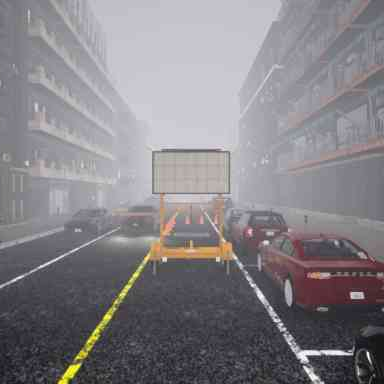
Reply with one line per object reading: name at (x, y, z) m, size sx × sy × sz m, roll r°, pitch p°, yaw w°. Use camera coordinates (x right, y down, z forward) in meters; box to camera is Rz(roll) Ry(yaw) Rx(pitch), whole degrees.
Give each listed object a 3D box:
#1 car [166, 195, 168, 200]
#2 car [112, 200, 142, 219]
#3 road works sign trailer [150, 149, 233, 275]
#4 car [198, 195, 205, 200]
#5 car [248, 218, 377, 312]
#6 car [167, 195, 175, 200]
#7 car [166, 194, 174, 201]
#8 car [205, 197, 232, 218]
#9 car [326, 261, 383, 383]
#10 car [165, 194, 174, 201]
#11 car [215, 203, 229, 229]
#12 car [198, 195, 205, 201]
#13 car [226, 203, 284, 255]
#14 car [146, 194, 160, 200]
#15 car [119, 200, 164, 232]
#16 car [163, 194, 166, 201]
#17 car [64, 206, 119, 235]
car at (-5.801, 1.568, 58.345) m, size 1.802 × 1.307 × 4.206 m, roll 0°, pitch 0°, yaw 0°
car at (-5.746, 1.522, 29.992) m, size 1.752 × 1.417 × 4.829 m, roll 0°, pitch 0°, yaw 0°
road works sign trailer at (-0.020, 0.464, 10.393) m, size 2.380 × 3.560 × 2.880 m, roll 0°, pitch 0°, yaw 0°
car at (2.516, 1.513, 92.175) m, size 1.887 × 1.381 × 4.507 m, roll 0°, pitch 0°, yaw 0°
car at (2.677, 1.545, 7.629) m, size 1.887 × 1.381 × 4.507 m, roll 0°, pitch 0°, yaw 0°
car at (-5.864, 1.513, 92.163) m, size 1.887 × 1.381 × 4.507 m, roll 0°, pitch 0°, yaw 0°
car at (-5.842, 1.290, 80.890) m, size 2.192 × 1.841 × 5.009 m, roll 0°, pitch 0°, yaw 0°
car at (2.635, 1.312, 30.175) m, size 2.192 × 1.841 × 5.009 m, roll 0°, pitch 0°, yaw 0°
car at (2.687, 1.566, 1.993) m, size 1.947 × 1.339 × 4.313 m, roll 0°, pitch 0°, yaw 0°
car at (-5.853, 1.412, 86.526) m, size 1.967 × 1.590 × 4.097 m, roll 0°, pitch 0°, yaw 0°
car at (2.656, 1.550, 18.901) m, size 2.008 × 1.369 × 4.403 m, roll 0°, pitch 0°, yaw 0°
car at (2.537, 1.500, 81.072) m, size 1.752 × 1.417 × 4.829 m, roll 0°, pitch 0°, yaw 0°
car at (2.666, 1.440, 13.266) m, size 1.967 × 1.590 × 4.097 m, roll 0°, pitch 0°, yaw 0°
car at (-5.779, 1.431, 47.072) m, size 1.967 × 1.590 × 4.097 m, roll 0°, pitch 0°, yaw 0°
car at (-3.039, 1.476, 20.373) m, size 1.882 × 1.535 × 5.008 m, roll 0°, pitch 0°, yaw 0°
car at (-5.788, 1.304, 52.708) m, size 2.192 × 1.841 × 5.009 m, roll 0°, pitch 0°, yaw 0°
car at (-5.725, 1.565, 18.889) m, size 1.947 × 1.339 × 4.313 m, roll 0°, pitch 0°, yaw 0°
